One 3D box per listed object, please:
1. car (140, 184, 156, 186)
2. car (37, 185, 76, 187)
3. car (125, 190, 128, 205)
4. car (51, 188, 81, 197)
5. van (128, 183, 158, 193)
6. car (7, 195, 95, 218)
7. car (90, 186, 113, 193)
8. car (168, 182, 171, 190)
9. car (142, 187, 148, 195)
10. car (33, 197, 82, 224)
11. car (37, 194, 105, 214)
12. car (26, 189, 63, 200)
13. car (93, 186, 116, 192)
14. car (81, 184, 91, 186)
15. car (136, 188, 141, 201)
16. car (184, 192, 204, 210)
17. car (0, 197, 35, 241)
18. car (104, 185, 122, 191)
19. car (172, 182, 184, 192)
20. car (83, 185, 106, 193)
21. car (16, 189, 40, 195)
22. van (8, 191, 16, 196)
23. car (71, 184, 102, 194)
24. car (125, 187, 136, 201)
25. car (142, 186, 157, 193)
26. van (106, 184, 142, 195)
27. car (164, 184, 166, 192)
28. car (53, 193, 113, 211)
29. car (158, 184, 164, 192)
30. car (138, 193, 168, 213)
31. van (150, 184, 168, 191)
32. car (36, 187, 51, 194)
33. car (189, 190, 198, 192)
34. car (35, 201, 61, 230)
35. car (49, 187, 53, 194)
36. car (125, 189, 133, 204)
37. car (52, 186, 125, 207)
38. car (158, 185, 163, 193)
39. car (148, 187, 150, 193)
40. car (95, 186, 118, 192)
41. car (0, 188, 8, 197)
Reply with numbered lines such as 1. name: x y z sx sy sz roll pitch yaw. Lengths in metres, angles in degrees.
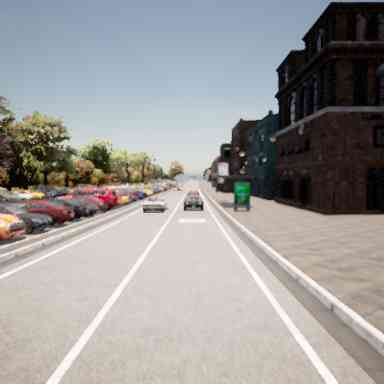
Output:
1. car: -9.259 -0.060 59.040 4.553 1.767 2.185 0 2 1
2. car: -22.398 -0.009 53.579 5.566 2.045 2.435 0 2 1
3. car: -9.539 0.869 34.008 5.008 1.535 2.097 0 2 1
4. car: -22.373 0.100 59.154 4.674 1.452 2.002 0 2 1
5. van: -9.146 -0.249 61.755 4.442 1.987 1.878 0 2 1
6. car: -9.651 1.205 22.875 5.008 1.535 2.097 0 2 1
7. car: -22.115 -0.654 81.419 4.792 1.488 2.163 0 2 1
8. car: -8.980 -1.118 86.852 5.566 2.045 2.435 0 2 1
9. car: -9.408 0.426 47.917 5.008 1.535 2.097 0 2 1
10. car: -9.679 1.272 20.086 5.008 1.535 2.097 0 1 1
11. car: -9.599 1.159 25.661 4.792 1.488 2.163 0 2 1
12. car: -22.483 0.361 50.802 4.792 1.488 2.163 0 2 1
13. car: -22.122 -0.779 84.203 5.008 1.535 2.097 0 2 1
14. car: -22.281 -0.249 64.714 4.553 1.767 2.185 0 2 1
15. car: -9.466 0.606 42.353 4.892 1.521 2.231 0 2 1
16. car: 0.154 0.988 32.759 1.895 1.301 4.718 0 2 0
17. car: -9.772 1.258 14.509 4.553 1.767 2.185 0 1 1
18. car: -22.000 -1.190 92.547 4.553 1.767 2.185 0 2 1
19. car: -2.966 -0.860 76.892 2.097 1.767 4.553 0 2 0
20. car: -22.232 -0.621 75.849 4.553 1.767 2.185 0 2 1
21. car: -22.541 0.639 42.454 4.674 1.452 2.002 0 2 1
22. van: -22.479 0.550 36.878 4.442 1.987 1.878 0 2 1
23. car: -22.229 -0.560 70.278 5.566 2.045 2.435 0 2 1
24. car: -9.457 0.571 39.442 4.553 1.767 2.185 0 2 1
25. car: -9.133 0.154 56.261 5.366 1.575 1.946 0 2 1
26. van: -9.548 0.290 45.129 4.442 1.987 1.878 0 2 1
27. car: -9.128 -0.488 75.735 4.892 1.521 2.231 0 2 1
28. car: -9.598 1.086 28.446 4.674 1.452 2.002 0 2 1
29. car: -9.118 -0.520 72.948 4.553 1.767 2.185 0 2 1
30. car: -3.270 1.071 29.985 1.895 1.301 4.718 0 2 1
31. van: -8.866 -1.184 89.509 4.442 1.987 1.878 0 2 1
32. car: -22.516 0.510 45.236 5.008 1.535 2.097 0 2 1
33. car: 0.213 0.441 48.887 1.994 1.385 4.181 0 2 0
34. car: -9.716 1.372 17.299 4.674 1.452 2.002 0 1 1
35. car: -22.489 0.422 48.020 4.892 1.521 2.231 0 2 1
36. car: -9.701 0.778 36.792 5.366 1.575 1.946 0 2 1
37. car: -9.600 0.706 31.219 5.566 2.045 2.435 0 2 1
38. car: -9.180 -0.262 70.173 4.674 1.452 2.002 0 2 1
39. car: -9.370 0.337 50.699 5.008 1.535 2.097 0 2 1
40. car: -22.275 -0.873 86.863 5.366 1.575 1.946 0 2 1
41. car: -22.595 0.613 34.094 5.566 2.045 2.435 0 2 1
